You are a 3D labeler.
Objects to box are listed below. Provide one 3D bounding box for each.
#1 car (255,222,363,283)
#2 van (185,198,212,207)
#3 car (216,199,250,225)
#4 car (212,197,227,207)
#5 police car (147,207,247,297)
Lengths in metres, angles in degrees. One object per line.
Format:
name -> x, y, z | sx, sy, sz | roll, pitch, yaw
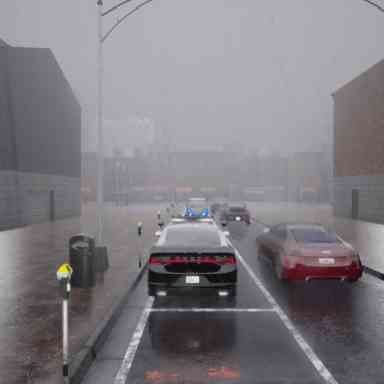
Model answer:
car -> 3.117, 1.563, 9.690 | 1.994, 1.385, 4.181 | 0, 0, 0
van -> 0.374, 1.345, 25.499 | 1.690, 1.788, 3.998 | -1, 0, 0
car -> 3.021, 1.506, 24.273 | 1.837, 1.490, 4.892 | 0, -1, 0
car -> 3.117, 1.365, 36.602 | 2.097, 1.767, 4.553 | 0, 0, 0
police car -> 0.012, 1.424, 8.761 | 1.930, 1.638, 5.238 | 0, 0, 0
